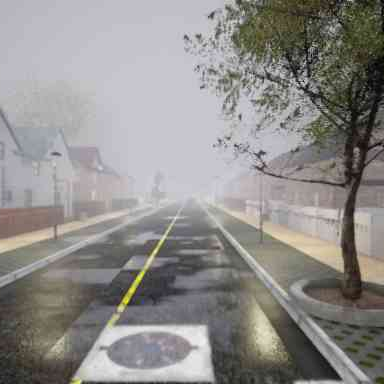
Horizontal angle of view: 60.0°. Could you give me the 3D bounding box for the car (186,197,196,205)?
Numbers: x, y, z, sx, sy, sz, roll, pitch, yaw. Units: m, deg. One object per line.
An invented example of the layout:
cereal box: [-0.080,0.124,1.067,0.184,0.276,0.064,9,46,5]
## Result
car: [-0.280,1.886,67.751,1.994,1.385,4.181,0,0,0]

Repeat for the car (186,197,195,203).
car: [-0.323,1.793,77.709,2.033,1.411,5.357,0,0,0]
